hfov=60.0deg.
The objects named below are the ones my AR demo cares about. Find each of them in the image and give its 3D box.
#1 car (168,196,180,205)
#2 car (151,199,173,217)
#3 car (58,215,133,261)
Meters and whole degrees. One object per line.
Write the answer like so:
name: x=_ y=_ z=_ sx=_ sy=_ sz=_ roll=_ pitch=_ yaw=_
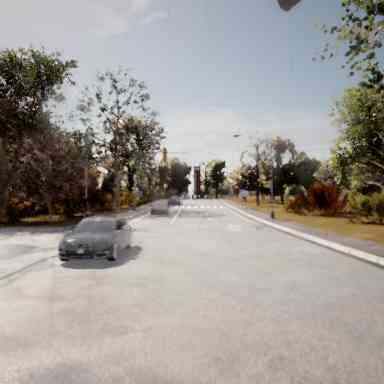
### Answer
car: x=-3.283 y=1.482 z=61.824 sx=2.097 sy=1.767 sz=4.553 roll=0 pitch=1 yaw=1
car: x=-3.489 y=1.901 z=37.374 sx=1.882 sy=1.535 sz=5.008 roll=0 pitch=0 yaw=0
car: x=-3.505 y=1.683 z=12.865 sx=1.837 sy=1.490 sz=4.892 roll=0 pitch=-1 yaw=0
